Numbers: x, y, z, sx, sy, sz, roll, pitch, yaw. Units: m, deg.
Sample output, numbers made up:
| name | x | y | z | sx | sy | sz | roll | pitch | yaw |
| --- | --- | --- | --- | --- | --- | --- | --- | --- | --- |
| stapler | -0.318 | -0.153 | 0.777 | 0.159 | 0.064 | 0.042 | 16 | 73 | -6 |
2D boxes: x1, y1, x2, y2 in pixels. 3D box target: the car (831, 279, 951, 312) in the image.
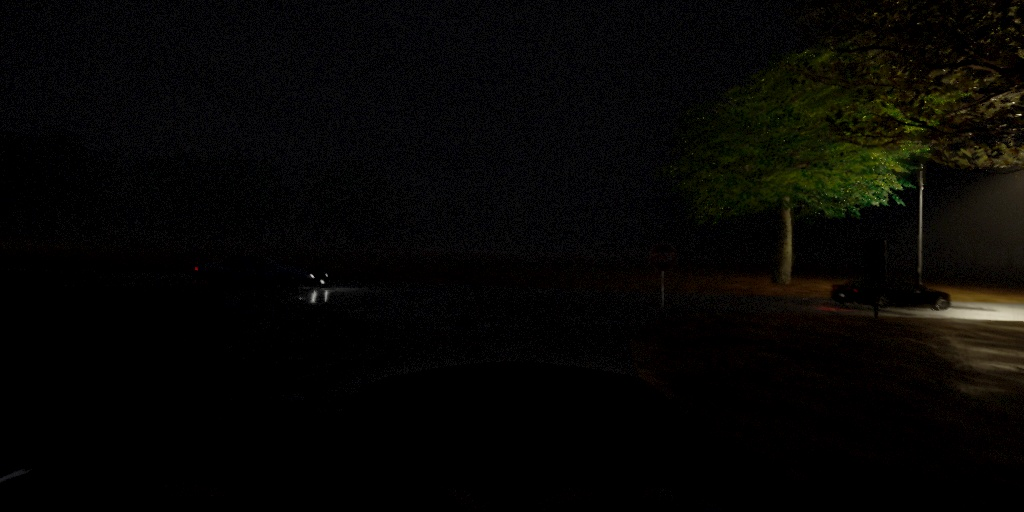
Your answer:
| name | x | y | z | sx | sy | sz | roll | pitch | yaw |
| --- | --- | --- | --- | --- | --- | --- | --- | --- | --- |
| car | 18.954 | 1.899 | 18.011 | 5.008 | 1.535 | 1.882 | 2 | -1 | -3 |

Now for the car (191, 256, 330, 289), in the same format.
| name | x | y | z | sx | sy | sz | roll | pitch | yaw |
| --- | --- | --- | --- | --- | --- | --- | --- | --- | --- |
| car | -11.482 | 0.702 | 16.597 | 5.357 | 1.411 | 2.033 | 2 | -1 | -3 |
